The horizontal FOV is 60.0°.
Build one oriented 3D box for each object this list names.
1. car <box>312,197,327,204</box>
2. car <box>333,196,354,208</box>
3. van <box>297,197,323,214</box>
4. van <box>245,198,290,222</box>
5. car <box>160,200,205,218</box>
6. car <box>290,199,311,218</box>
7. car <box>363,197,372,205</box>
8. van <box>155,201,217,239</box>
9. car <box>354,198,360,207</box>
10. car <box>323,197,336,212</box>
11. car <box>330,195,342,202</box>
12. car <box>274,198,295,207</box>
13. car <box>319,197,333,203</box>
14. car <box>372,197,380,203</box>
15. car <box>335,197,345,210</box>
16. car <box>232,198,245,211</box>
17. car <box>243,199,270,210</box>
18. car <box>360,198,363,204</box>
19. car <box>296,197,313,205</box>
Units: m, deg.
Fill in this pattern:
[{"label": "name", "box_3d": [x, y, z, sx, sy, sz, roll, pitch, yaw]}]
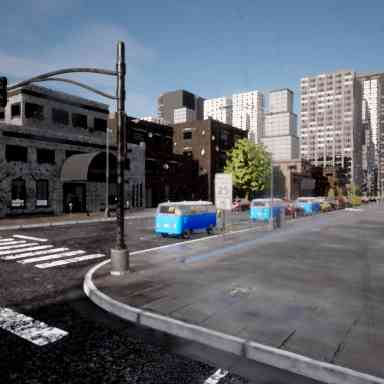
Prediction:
[{"label": "car", "box_3d": [27.674, 1.729, 72.134, 1.752, 1.417, 4.829, 0, 0, 35]}, {"label": "car", "box_3d": [21.971, 1.498, 49.357, 2.192, 1.841, 5.009, 0, 0, 35]}, {"label": "van", "box_3d": [12.477, 1.469, 35.781, 1.690, 1.788, 3.998, 0, 0, 35]}, {"label": "van", "box_3d": [6.148, 1.436, 26.732, 1.690, 1.788, 3.998, 0, 0, 35]}, {"label": "car", "box_3d": [-0.808, 1.559, 31.410, 1.752, 1.417, 4.829, 0, 0, 35]}, {"label": "car", "box_3d": [9.311, 1.656, 31.256, 1.887, 1.381, 4.507, 0, 0, 35]}, {"label": "car", "box_3d": [34.628, 1.810, 67.456, 1.887, 1.381, 4.507, 0, 0, 35]}, {"label": "van", "box_3d": [-0.182, 1.407, 17.682, 1.690, 1.788, 3.998, 0, 0, 35]}, {"label": "car", "box_3d": [25.136, 1.517, 53.882, 2.192, 1.841, 5.009, 0, 0, 35]}, {"label": "car", "box_3d": [15.738, 1.671, 40.446, 1.752, 1.417, 4.829, 0, 0, 35]}, {"label": "car", "box_3d": [37.265, 1.713, 85.848, 1.967, 1.590, 4.097, 0, 0, 35]}, {"label": "car", "box_3d": [15.113, 1.666, 54.174, 1.887, 1.381, 4.507, 0, 0, 35]}, {"label": "car", "box_3d": [30.935, 1.793, 76.798, 1.947, 1.339, 4.313, 0, 0, 35]}, {"label": "car", "box_3d": [44.123, 1.900, 81.031, 1.947, 1.339, 4.313, 0, 0, 35]}, {"label": "car", "box_3d": [18.805, 1.730, 44.831, 1.947, 1.339, 4.313, 0, 0, 35]}, {"label": "car", "box_3d": [5.620, 1.507, 40.600, 1.967, 1.590, 4.097, 0, 0, 35]}, {"label": "car", "box_3d": [8.784, 1.629, 45.125, 1.887, 1.381, 4.507, 0, 0, 35]}, {"label": "car", "box_3d": [28.397, 1.749, 58.546, 1.752, 1.417, 4.829, 0, 0, 35]}, {"label": "car", "box_3d": [21.442, 1.706, 63.223, 1.887, 1.381, 4.507, 0, 0, 35]}]
